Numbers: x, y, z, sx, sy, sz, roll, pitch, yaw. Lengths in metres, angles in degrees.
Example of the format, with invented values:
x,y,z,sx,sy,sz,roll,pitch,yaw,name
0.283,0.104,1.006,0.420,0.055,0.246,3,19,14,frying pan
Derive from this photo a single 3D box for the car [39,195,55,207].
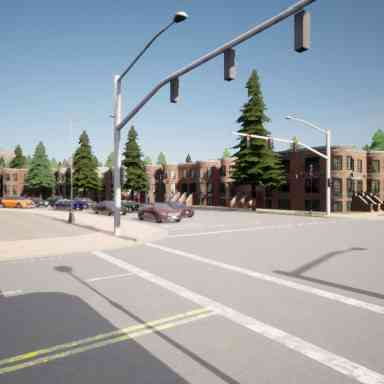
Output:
x,y,z,sx,sy,sz,roll,pitch,yaw,name
-23.286,1.492,49.070,4.902,1.511,2.128,0,0,23,car

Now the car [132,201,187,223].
x,y,z,sx,sy,sz,roll,pitch,yaw,name
-2.598,1.526,25.546,1.812,1.442,4.674,0,0,-35,car

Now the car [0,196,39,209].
x,y,z,sx,sy,sz,roll,pitch,yaw,name
-23.695,1.352,45.390,4.553,1.767,2.097,0,0,25,car

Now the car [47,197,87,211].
x,y,z,sx,sy,sz,roll,pitch,yaw,name
-14.971,1.601,39.995,4.718,1.301,1.895,0,0,38,car

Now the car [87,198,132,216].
x,y,z,sx,sy,sz,roll,pitch,yaw,name
-8.279,1.547,33.224,2.033,1.411,5.357,0,0,-38,car

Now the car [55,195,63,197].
x,y,z,sx,sy,sz,roll,pitch,yaw,name
-23.208,1.352,56.519,4.553,1.767,2.097,0,0,21,car

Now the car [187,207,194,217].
x,y,z,sx,sy,sz,roll,pitch,yaw,name
-1.613,1.564,30.066,1.994,1.385,4.181,0,0,-37,car

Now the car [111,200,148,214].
x,y,z,sx,sy,sz,roll,pitch,yaw,name
-6.977,1.601,36.992,1.895,1.301,4.718,0,0,-41,car

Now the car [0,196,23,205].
x,y,z,sx,sy,sz,roll,pitch,yaw,name
-32.892,1.492,58.985,4.902,1.511,2.128,0,0,9,car
